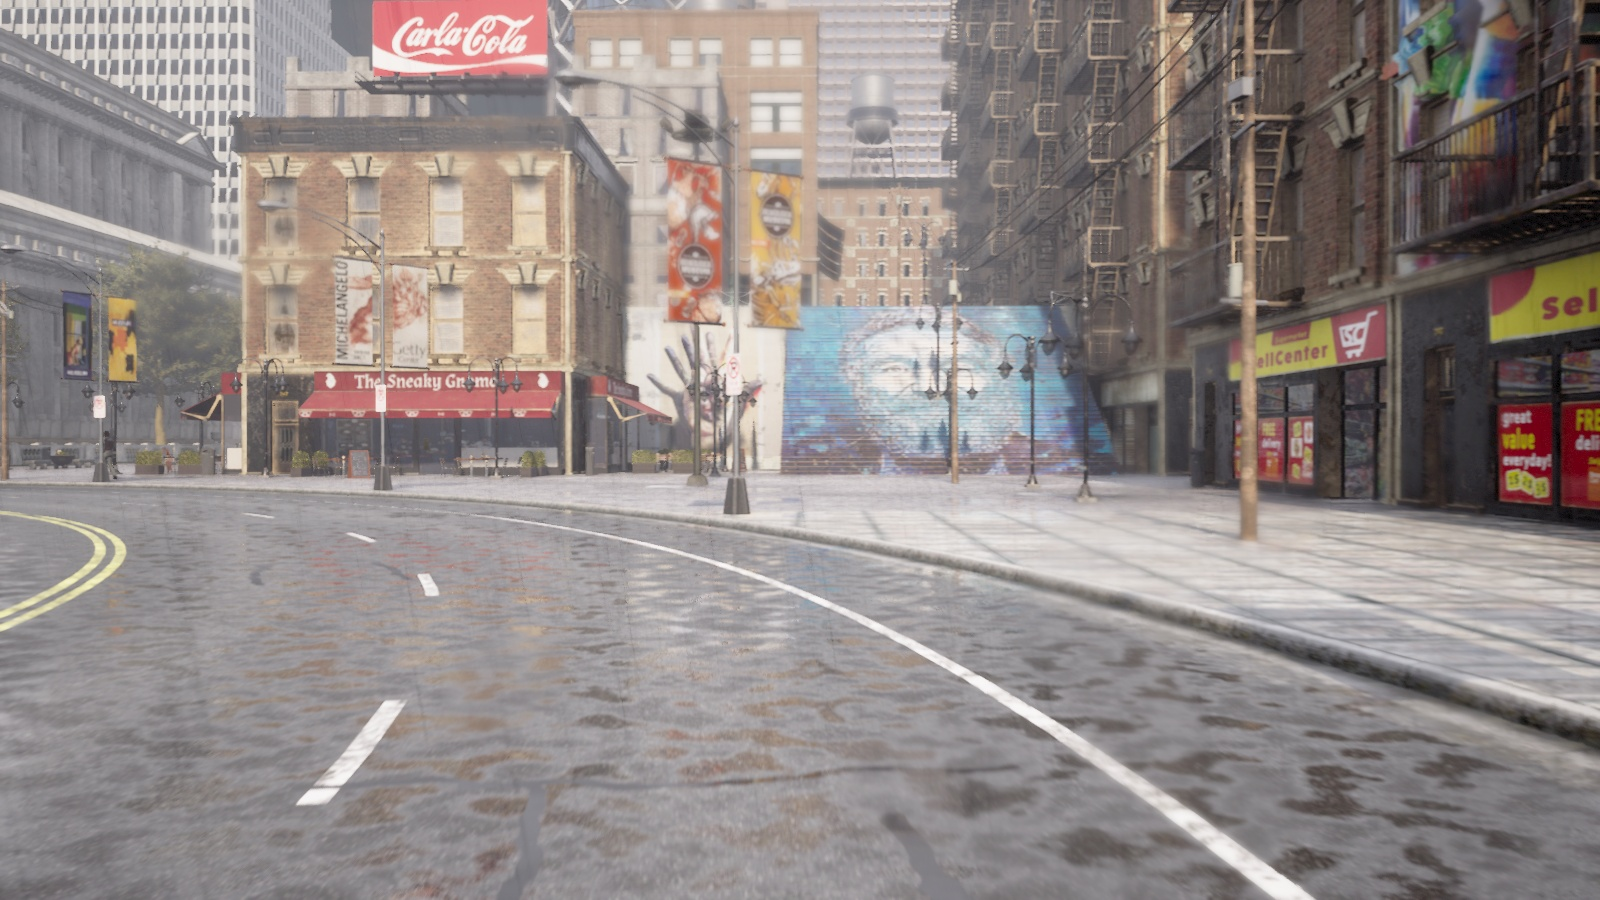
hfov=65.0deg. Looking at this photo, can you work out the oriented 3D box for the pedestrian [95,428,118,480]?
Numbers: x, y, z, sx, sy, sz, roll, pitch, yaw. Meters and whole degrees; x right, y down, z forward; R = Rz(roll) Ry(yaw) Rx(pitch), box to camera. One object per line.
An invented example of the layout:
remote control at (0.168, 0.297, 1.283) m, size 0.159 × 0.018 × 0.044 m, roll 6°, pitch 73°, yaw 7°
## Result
pedestrian at (-25.846, 0.131, 46.795) m, size 0.666 × 1.930 × 0.402 m, roll 0°, pitch 0°, yaw 18°
